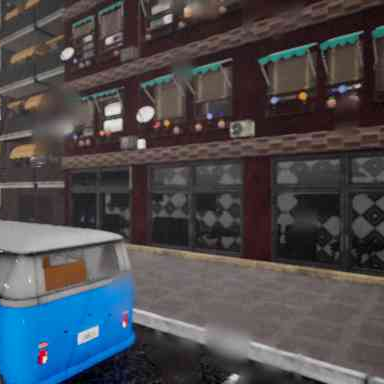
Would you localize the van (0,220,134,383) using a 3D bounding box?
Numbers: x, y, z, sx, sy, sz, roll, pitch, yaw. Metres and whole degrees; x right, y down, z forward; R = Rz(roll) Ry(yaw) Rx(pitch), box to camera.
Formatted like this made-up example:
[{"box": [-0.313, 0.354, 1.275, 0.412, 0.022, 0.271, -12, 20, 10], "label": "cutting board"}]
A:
[{"box": [-2.656, 1.350, 4.764, 3.998, 1.788, 1.690, 0, 0, 35], "label": "van"}]
